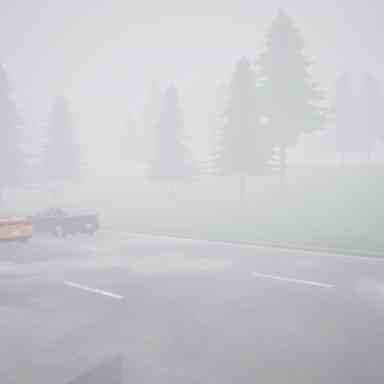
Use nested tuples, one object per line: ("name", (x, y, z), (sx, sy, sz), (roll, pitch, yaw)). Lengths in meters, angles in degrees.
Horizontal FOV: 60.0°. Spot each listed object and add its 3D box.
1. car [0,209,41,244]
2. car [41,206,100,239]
("car", (-9.029, 1.479, 14.708), (5.008, 1.535, 1.882), (0, 0, 36))
("car", (-6.990, 1.480, 17.553), (5.008, 1.535, 1.882), (0, 0, 36))
